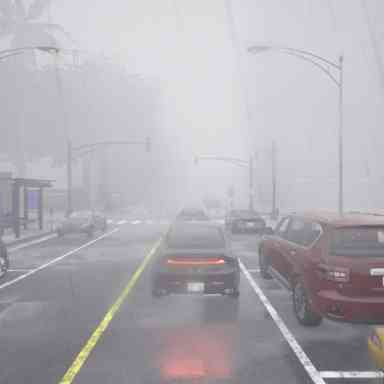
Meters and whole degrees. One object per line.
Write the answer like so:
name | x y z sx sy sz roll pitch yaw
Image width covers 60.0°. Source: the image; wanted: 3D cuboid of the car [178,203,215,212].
car | 0.019 1.559 18.581 1.994 1.385 4.181 0 0 0

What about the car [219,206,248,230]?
car | 2.776 1.561 17.822 1.947 1.339 4.313 0 0 0

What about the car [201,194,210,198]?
car | 2.811 1.496 55.269 1.752 1.417 4.829 0 0 0

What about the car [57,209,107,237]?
car | -5.749 1.577 17.847 1.802 1.307 4.206 0 0 0

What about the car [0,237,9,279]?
car | -5.760 1.439 6.995 1.967 1.590 4.097 0 0 0

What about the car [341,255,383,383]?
car | 2.761 1.525 1.716 1.752 1.417 4.829 0 0 0

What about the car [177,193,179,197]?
car | -5.680 1.234 93.069 2.192 1.841 5.009 0 0 0

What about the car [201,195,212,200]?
car | 2.806 1.541 49.679 1.947 1.339 4.313 0 0 0

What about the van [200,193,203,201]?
van | 2.815 1.306 60.519 1.690 1.788 3.998 0 0 0

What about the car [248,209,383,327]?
car | 2.765 1.314 6.971 2.192 1.841 5.009 0 0 0

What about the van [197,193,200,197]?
van | 2.835 1.278 82.201 1.690 1.788 3.998 0 0 0

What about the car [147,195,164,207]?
car | -5.720 1.526 49.706 2.008 1.369 4.403 0 0 0

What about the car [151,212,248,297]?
car | 0.083 1.503 8.552 1.837 1.490 4.892 0 0 0

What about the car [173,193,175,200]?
car | -5.696 1.259 76.808 2.192 1.841 5.009 0 0 0

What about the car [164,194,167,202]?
car | -5.715 1.410 55.126 1.967 1.590 4.097 0 0 0

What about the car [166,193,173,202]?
car | -5.700 1.392 71.387 1.967 1.590 4.097 0 0 0

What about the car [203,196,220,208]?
car | 2.801 1.545 44.258 1.947 1.339 4.313 0 0 0
